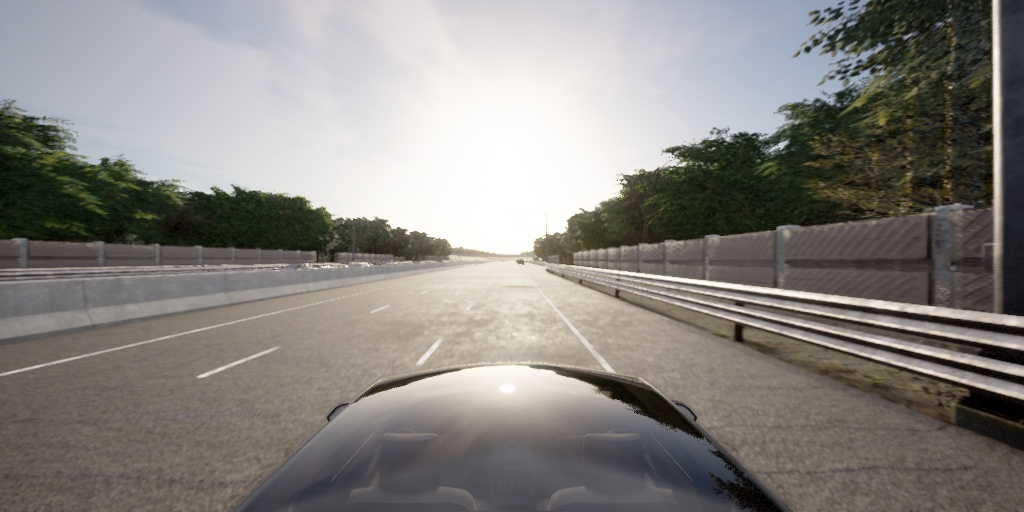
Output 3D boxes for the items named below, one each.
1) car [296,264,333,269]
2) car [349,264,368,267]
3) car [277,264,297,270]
[{"bbox_3d":[-21.093,1.690,39.450,1.895,1.301,4.718,0,-1,0],"label":"car"},{"bbox_3d":[-17.590,1.607,40.715,1.837,1.490,4.892,0,-1,0],"label":"car"},{"bbox_3d":[-24.582,1.606,40.636,1.837,1.490,4.892,0,-1,0],"label":"car"}]
